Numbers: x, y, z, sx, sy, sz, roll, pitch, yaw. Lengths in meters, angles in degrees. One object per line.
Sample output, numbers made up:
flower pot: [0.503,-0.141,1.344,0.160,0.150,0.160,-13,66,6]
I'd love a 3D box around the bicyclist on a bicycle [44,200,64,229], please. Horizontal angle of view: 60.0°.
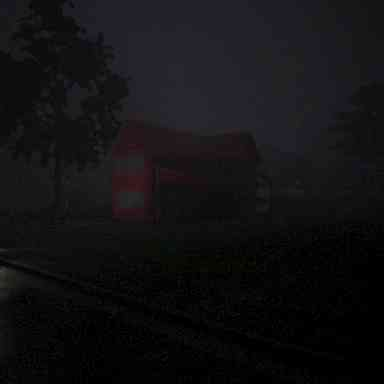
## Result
bicyclist on a bicycle: [-7.750,1.264,18.742,0.582,1.620,1.656,0,0,17]

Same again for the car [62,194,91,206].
car: [-17.901,1.234,51.092,2.097,1.767,4.553,0,0,37]
